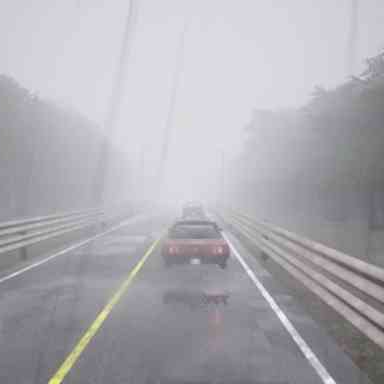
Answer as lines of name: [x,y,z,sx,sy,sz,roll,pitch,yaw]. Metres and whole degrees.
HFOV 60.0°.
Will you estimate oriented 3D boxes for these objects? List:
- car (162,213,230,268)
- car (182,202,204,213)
car: [0.104,1.619,11.328,1.895,1.301,4.718,0,0,0]
car: [0.117,1.579,29.107,1.812,1.442,4.674,0,0,0]
